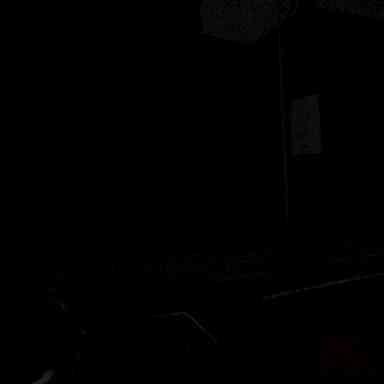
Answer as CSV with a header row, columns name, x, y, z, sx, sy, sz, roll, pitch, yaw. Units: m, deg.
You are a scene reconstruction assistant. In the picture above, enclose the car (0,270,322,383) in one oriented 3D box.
name,x,y,z,sx,sy,sz,roll,pitch,yaw
car,-1.036,1.573,3.061,4.718,1.301,1.895,-1,1,-33
